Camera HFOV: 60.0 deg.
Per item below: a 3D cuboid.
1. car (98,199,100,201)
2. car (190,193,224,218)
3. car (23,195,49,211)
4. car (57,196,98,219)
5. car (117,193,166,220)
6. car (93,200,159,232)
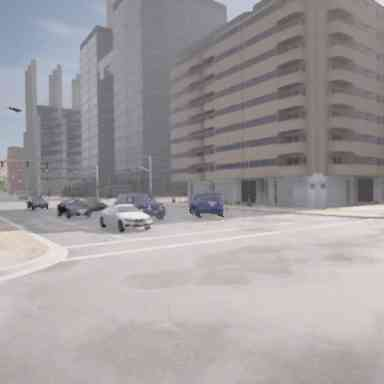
[{"bbox_3d":[-10.415,1.414,34.766,2.033,1.411,5.357,-1,1,-35],"label":"car"},{"bbox_3d":[1.177,1.115,27.931,2.150,2.045,5.566,-1,-1,-8],"label":"car"},{"bbox_3d":[-18.909,1.418,40.754,1.837,1.490,4.892,-1,1,-36],"label":"car"},{"bbox_3d":[-10.101,1.413,28.292,2.128,1.511,4.902,-1,1,-36],"label":"car"},{"bbox_3d":[-4.178,1.090,26.008,2.150,2.045,5.566,-1,1,-36],"label":"car"},{"bbox_3d":[-4.051,1.450,19.824,1.812,1.442,4.674,-1,1,-35],"label":"car"}]
